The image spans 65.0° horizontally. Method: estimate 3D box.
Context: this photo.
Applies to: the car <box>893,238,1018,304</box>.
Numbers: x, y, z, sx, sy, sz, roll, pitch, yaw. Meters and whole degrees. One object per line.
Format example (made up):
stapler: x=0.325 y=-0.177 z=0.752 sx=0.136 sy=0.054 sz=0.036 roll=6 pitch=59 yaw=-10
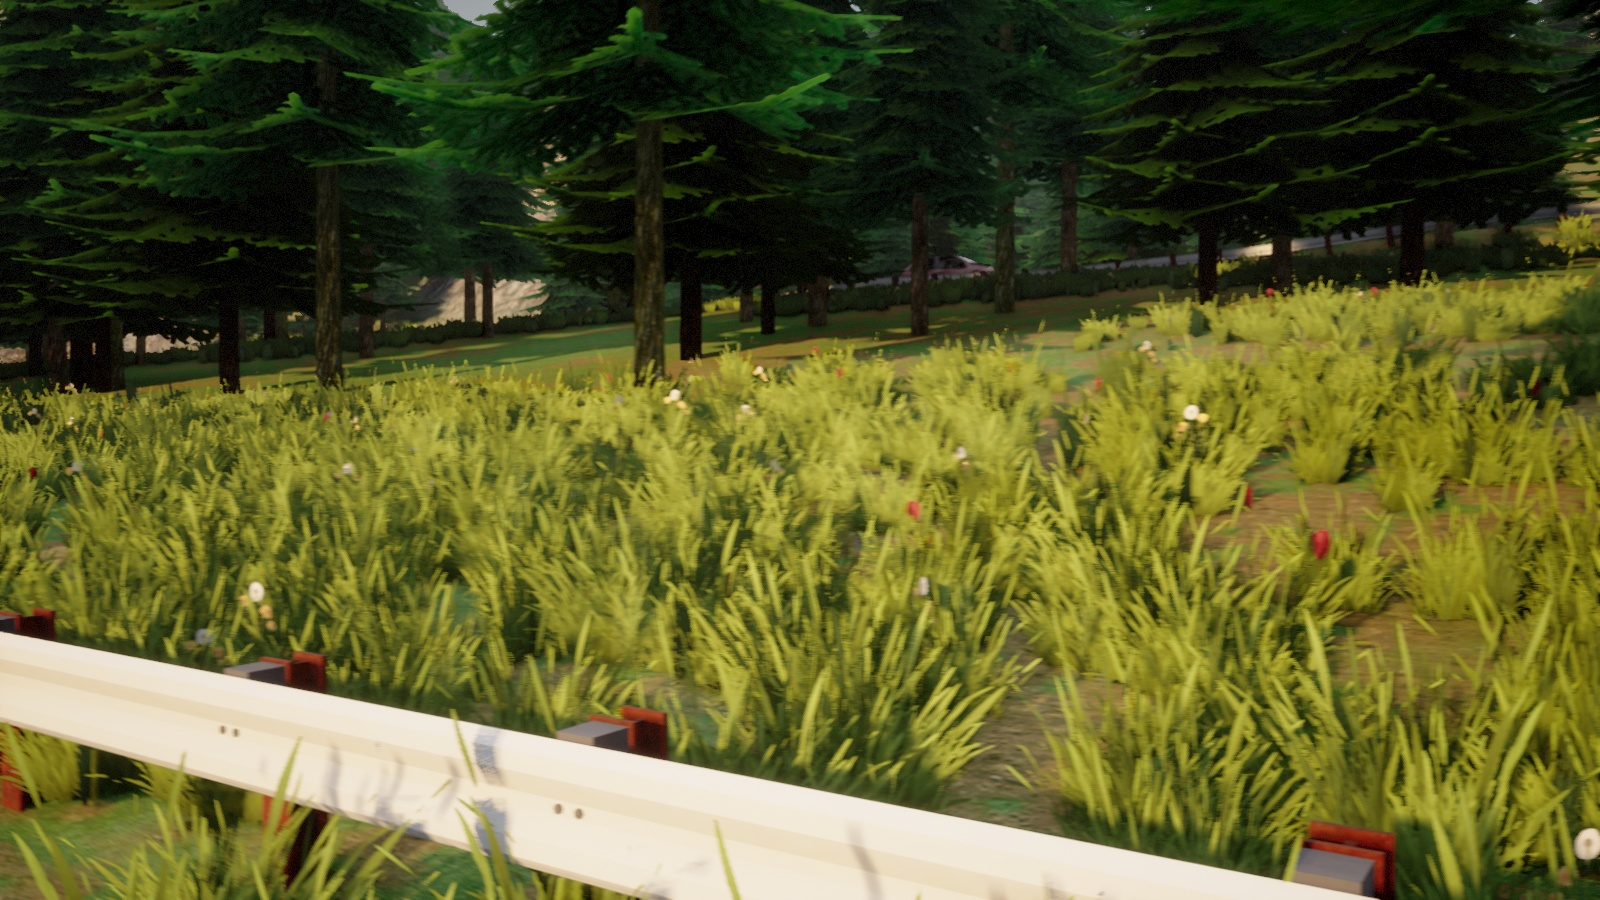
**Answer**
car: x=5.636 y=-6.470 z=45.709 sx=3.988 sy=1.617 sz=1.851 roll=-5 pitch=-1 yaw=30
